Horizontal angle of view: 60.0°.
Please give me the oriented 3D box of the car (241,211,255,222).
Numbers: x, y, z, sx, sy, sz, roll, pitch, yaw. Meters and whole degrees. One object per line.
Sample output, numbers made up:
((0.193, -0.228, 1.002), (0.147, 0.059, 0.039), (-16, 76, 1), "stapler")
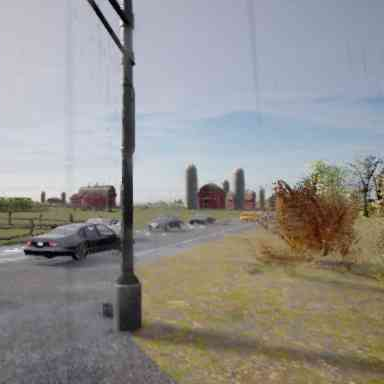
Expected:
((8.533, 3.545, 48.962), (1.882, 1.535, 5.008), (-1, -3, 22), "car")

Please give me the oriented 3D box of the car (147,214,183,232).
((-2.352, 2.756, 30.411), (2.128, 1.511, 4.902), (-1, -3, 21), "car")

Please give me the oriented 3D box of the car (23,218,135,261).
((-4.697, 2.104, 14.779), (2.033, 1.411, 5.357), (-2, -3, 23), "car")

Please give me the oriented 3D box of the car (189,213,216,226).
((1.331, 3.243, 40.141), (2.033, 1.411, 5.357), (-1, -3, 21), "car")
